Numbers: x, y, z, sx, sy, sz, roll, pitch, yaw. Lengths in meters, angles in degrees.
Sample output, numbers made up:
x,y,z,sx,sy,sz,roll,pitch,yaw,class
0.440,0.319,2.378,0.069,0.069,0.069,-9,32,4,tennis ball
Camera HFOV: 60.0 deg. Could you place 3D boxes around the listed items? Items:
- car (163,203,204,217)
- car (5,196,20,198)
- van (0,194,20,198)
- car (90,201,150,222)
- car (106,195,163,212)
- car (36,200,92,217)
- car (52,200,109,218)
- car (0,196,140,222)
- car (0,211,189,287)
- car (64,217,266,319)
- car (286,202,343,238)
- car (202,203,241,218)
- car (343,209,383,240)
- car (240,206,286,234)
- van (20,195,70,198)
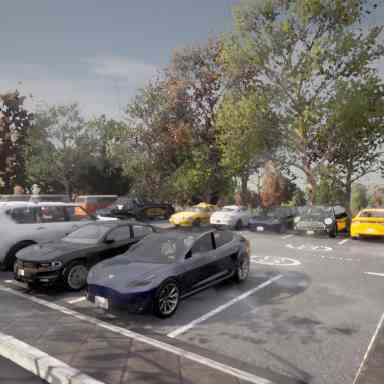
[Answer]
x,y,z,sx,sy,sz,roll,pitch,yaw,class
0.600,1.560,23.419,1.946,1.575,5.366,0,0,36,car
-17.215,1.548,36.585,2.097,1.535,5.008,0,0,36,car
-19.392,1.337,38.303,1.878,1.987,4.442,0,0,36,van
-6.032,1.565,28.427,2.163,1.488,4.792,0,0,36,car
-3.757,1.293,26.845,2.435,2.045,5.566,0,0,36,car
-12.719,1.557,33.351,2.163,1.488,4.792,0,0,36,car
-10.583,1.554,31.801,2.163,1.488,4.792,0,0,36,car
-4.725,1.329,11.386,2.435,2.045,5.566,0,0,36,car
-2.493,1.590,9.737,2.097,1.535,5.008,0,0,36,car
-0.267,1.629,8.079,2.163,1.488,4.792,0,0,36,car
7.352,1.465,18.785,2.185,1.767,4.553,0,0,36,car
2.949,1.613,21.939,2.002,1.452,4.674,0,0,36,car
9.573,1.600,17.128,2.097,1.535,5.008,0,0,36,car
5.175,1.611,20.291,2.163,1.488,4.792,0,0,36,car
-15.028,1.310,34.857,1.878,1.987,4.442,0,0,36,van
